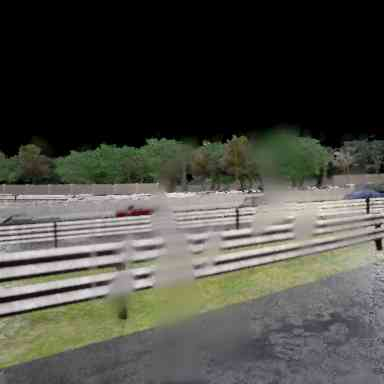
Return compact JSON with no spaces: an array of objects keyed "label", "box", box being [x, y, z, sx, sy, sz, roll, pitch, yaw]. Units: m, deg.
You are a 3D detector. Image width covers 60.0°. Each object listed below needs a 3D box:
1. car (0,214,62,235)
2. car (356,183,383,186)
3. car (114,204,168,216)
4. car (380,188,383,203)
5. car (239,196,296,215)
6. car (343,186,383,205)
[{"label":"car","box":[-12.009,2.273,24.303,4.718,1.301,1.895,-3,1,-19]},{"label":"car","box":[21.817,-0.054,39.546,5.566,2.045,2.150,-3,1,-19]},{"label":"car","box":[-4.641,1.769,30.516,4.718,1.301,1.895,-3,1,-19]},{"label":"car","box":[21.212,0.480,31.946,5.357,1.411,2.033,-3,1,-19]},{"label":"car","box":[6.056,1.105,26.769,4.553,1.767,2.097,-3,1,-19]},{"label":"car","box":[18.194,0.485,34.614,5.008,1.535,1.882,-3,1,-19]}]
